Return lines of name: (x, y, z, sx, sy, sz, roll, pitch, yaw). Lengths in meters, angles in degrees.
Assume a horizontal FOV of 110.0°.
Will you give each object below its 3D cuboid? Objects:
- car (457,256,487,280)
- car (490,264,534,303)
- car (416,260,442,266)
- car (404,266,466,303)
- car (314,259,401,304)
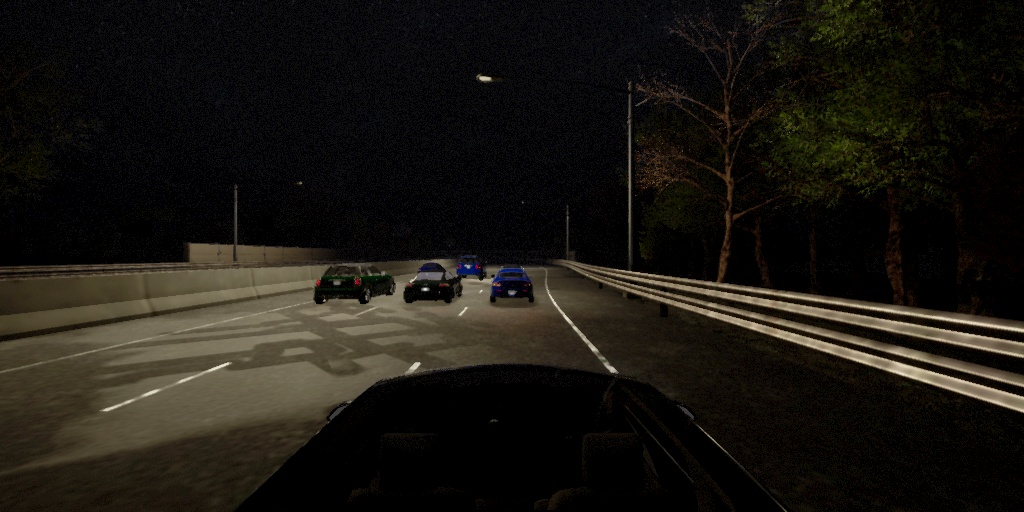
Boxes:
car: (-3.500, 1.017, 31.532, 2.150, 2.045, 5.566, 0, 0, 0)
car: (0.000, 1.283, 16.501, 1.812, 1.442, 4.674, 0, 0, 0)
car: (-7.000, 1.292, 31.501, 1.812, 1.442, 4.674, 0, 0, 0)
car: (-3.500, 1.322, 16.501, 1.994, 1.385, 4.181, 0, 0, 0)
car: (-7.000, 1.116, 16.471, 2.097, 1.767, 4.553, 0, 0, 0)
